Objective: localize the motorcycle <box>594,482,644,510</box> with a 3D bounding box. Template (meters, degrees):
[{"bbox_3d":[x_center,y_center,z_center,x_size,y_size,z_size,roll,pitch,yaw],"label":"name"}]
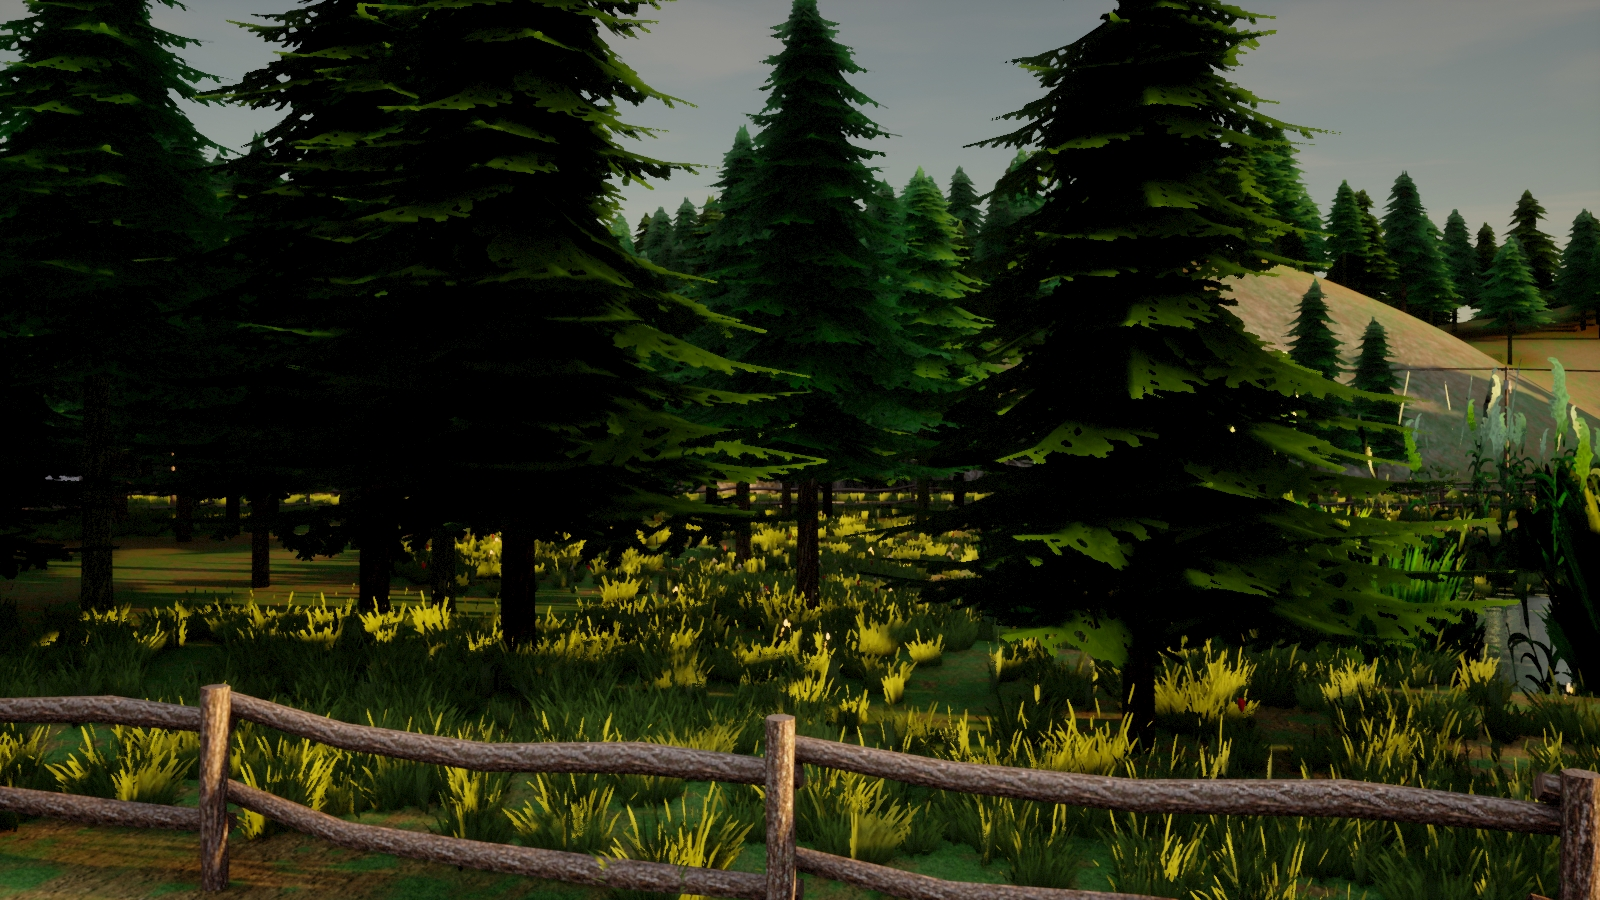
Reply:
[{"bbox_3d":[-8.573,2.178,54.111,2.209,1.251,0.867,0,0,14],"label":"motorcycle"}]
